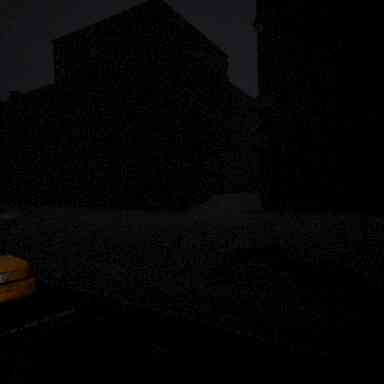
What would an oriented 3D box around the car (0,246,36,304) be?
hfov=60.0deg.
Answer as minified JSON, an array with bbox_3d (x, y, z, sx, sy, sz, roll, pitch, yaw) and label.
[{"bbox_3d":[-5.475,1.476,7.067,5.366,1.575,1.946,0,0,34],"label":"car"}]
